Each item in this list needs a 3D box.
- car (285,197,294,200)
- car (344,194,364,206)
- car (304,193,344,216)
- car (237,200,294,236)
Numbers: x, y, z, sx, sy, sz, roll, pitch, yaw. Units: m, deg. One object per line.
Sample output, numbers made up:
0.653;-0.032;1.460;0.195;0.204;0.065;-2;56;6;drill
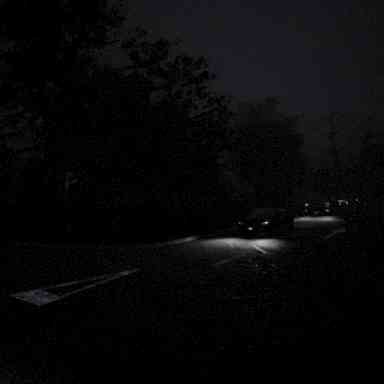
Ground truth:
11.981;0.842;47.262;4.902;1.511;2.128;0;1;42;car
19.020;0.886;40.632;1.994;1.385;4.181;-2;1;-5;car
11.047;1.030;28.195;2.097;1.767;4.553;-3;-1;34;car
4.142;1.463;18.164;1.812;1.442;4.674;-3;-1;34;car
